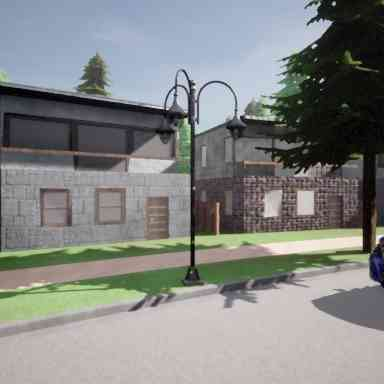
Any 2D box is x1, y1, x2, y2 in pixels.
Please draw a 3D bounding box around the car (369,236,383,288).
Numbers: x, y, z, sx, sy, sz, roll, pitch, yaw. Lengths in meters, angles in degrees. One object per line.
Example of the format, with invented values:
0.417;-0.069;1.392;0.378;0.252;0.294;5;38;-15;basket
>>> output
6.552;1.220;7.429;5.566;2.045;2.150;0;0;-25;car
